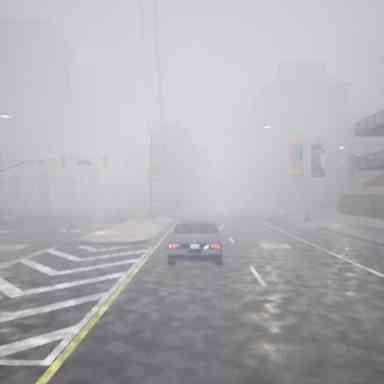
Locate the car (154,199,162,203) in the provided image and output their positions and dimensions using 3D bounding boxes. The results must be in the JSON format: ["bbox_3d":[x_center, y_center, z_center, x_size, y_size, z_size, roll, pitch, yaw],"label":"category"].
[{"bbox_3d":[-9.515,2.465,92.787,1.895,1.301,4.718,0,-1,1],"label":"car"}]

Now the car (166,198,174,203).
[{"bbox_3d":[-6.016,2.422,92.737,1.994,1.385,4.181,0,-1,1],"label":"car"}]

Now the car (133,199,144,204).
[{"bbox_3d":[-13.028,2.357,81.383,1.895,1.301,4.718,0,-1,1],"label":"car"}]

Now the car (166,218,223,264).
[{"bbox_3d":[0.145,1.664,12.261,2.033,1.411,5.357,0,-1,2],"label":"car"}]
